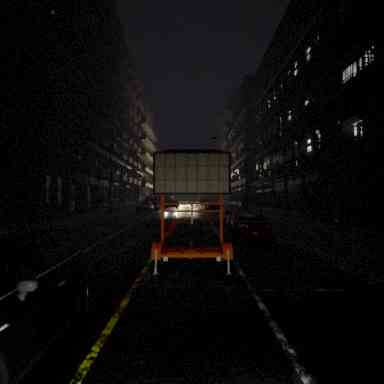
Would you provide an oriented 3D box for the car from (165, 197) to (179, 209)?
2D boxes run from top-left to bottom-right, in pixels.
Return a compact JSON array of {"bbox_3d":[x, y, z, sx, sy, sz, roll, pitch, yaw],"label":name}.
[{"bbox_3d":[-2.832,1.685,45.741,1.895,1.301,4.718,0,0,0],"label":"car"}]

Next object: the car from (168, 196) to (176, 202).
[{"bbox_3d":[-5.266,1.820,87.771,1.947,1.339,4.313,1,0,0],"label":"car"}]

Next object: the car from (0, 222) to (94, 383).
[{"bbox_3d":[-2.846,1.355,4.207,2.097,1.767,4.553,0,0,0],"label":"car"}]

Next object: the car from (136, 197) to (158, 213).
[{"bbox_3d":[-5.282,1.589,37.826,1.752,1.417,4.829,2,0,0],"label":"car"}]

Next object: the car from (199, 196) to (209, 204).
[{"bbox_3d":[2.619,1.617,71.116,1.967,1.590,4.097,1,0,0],"label":"car"}]

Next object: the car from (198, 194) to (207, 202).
[{"bbox_3d":[2.584,1.542,82.178,2.192,1.841,5.009,1,0,0],"label":"car"}]

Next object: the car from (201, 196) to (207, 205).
[{"bbox_3d":[2.599,1.629,43.462,2.008,1.369,4.403,1,0,0],"label":"car"}]

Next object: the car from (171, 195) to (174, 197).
[{"bbox_3d":[-5.265,1.492,71.180,2.192,1.841,5.009,1,0,0],"label":"car"}]

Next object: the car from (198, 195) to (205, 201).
[{"bbox_3d":[2.585,1.724,93.241,1.967,1.590,4.097,1,0,0],"label":"car"}]

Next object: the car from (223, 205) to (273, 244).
[{"bbox_3d":[2.590,1.562,15.808,1.887,1.381,4.507,1,0,0],"label":"car"}]

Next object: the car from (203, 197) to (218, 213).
[{"bbox_3d":[2.598,1.608,37.930,1.887,1.381,4.507,1,0,0],"label":"car"}]

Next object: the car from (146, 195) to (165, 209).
[{"bbox_3d":[-5.274,1.393,43.529,2.192,1.841,5.009,2,0,0],"label":"car"}]

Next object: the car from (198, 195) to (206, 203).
[{"bbox_3d":[2.606,1.677,60.054,1.887,1.381,4.507,1,0,0],"label":"car"}]

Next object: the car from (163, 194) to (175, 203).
[{"bbox_3d":[-5.263,1.517,76.710,2.192,1.841,5.009,1,0,0],"label":"car"}]

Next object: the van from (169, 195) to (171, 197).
[{"bbox_3d":[-5.270,1.473,60.119,1.690,1.788,3.998,1,0,0],"label":"van"}]

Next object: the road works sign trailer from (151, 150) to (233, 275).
[{"bbox_3d":[0.001,0.474,10.477,2.380,3.560,2.880,0,0,0],"label":"road works sign trailer"}]

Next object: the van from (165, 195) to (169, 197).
[{"bbox_3d":[-5.271,1.453,54.587,1.690,1.788,3.998,2,0,0],"label":"van"}]

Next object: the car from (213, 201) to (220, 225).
[{"bbox_3d":[2.593,1.551,21.510,1.752,1.417,4.829,1,0,0],"label":"car"}]
